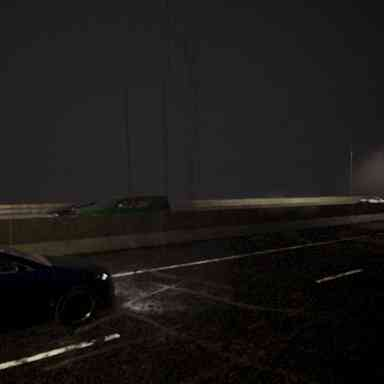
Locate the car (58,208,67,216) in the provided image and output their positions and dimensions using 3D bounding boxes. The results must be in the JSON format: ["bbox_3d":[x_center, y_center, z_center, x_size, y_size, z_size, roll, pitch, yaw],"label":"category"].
[{"bbox_3d":[-5.630,1.461,21.468,4.902,1.511,2.128,0,0,-35],"label":"car"}]

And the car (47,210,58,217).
[{"bbox_3d":[-7.900,1.476,24.148,4.892,1.490,1.837,0,0,-35],"label":"car"}]

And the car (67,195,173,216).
[{"bbox_3d":[-3.681,1.192,18.560,5.566,2.045,2.150,0,0,-35],"label":"car"}]

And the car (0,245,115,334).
[{"bbox_3d":[-3.455,1.563,5.581,4.181,1.385,1.994,0,0,-35],"label":"car"}]

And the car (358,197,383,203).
[{"bbox_3d":[26.080,1.410,48.326,4.718,1.301,1.895,0,0,-35],"label":"car"}]
